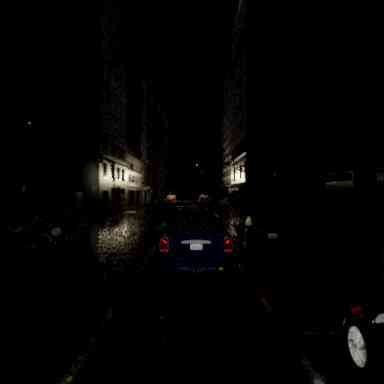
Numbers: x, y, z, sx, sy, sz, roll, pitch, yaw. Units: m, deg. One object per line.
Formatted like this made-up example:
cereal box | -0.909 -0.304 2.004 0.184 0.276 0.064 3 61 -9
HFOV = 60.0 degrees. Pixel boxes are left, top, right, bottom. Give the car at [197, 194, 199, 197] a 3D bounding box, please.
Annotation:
car | 2.950 1.628 83.366 1.967 1.590 4.097 0 0 0

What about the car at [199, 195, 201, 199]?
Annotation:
car | 2.911 1.657 61.730 2.008 1.369 4.403 0 0 0

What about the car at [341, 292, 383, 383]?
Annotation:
car | 2.855 1.553 2.820 2.008 1.369 4.403 0 0 0

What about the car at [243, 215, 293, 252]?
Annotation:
car | 2.856 1.578 13.823 1.947 1.339 4.313 0 0 0

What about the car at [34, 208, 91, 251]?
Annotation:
car | -5.670 1.452 13.823 1.967 1.590 4.097 0 0 0

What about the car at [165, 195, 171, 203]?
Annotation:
car | -5.614 1.657 61.743 2.008 1.369 4.403 0 0 0

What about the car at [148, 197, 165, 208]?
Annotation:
car | -5.634 1.659 50.926 1.802 1.307 4.206 0 0 0

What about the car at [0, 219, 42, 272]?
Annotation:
car | -5.670 1.589 8.322 1.802 1.307 4.206 0 0 0

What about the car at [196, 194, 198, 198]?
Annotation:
car | 2.959 1.529 88.776 2.192 1.841 5.009 0 0 0

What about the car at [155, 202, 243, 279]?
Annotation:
car | 0.103 1.361 10.247 2.097 1.767 4.553 0 0 0

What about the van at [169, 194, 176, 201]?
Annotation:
van | -5.556 1.583 94.195 1.690 1.788 3.998 0 0 0

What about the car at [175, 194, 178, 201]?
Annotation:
car | -5.566 1.529 88.786 2.192 1.841 5.009 0 0 0

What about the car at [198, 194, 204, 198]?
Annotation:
car | 2.930 1.583 72.549 1.967 1.590 4.097 0 0 0

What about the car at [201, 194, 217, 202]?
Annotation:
car | 2.891 1.517 50.913 1.967 1.590 4.097 0 0 0

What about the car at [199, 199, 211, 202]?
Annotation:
car | 0.100 1.498 23.146 1.882 1.535 5.008 0 0 0

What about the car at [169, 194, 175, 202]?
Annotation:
car | -5.585 1.689 77.798 1.752 1.417 4.829 0 0 0
